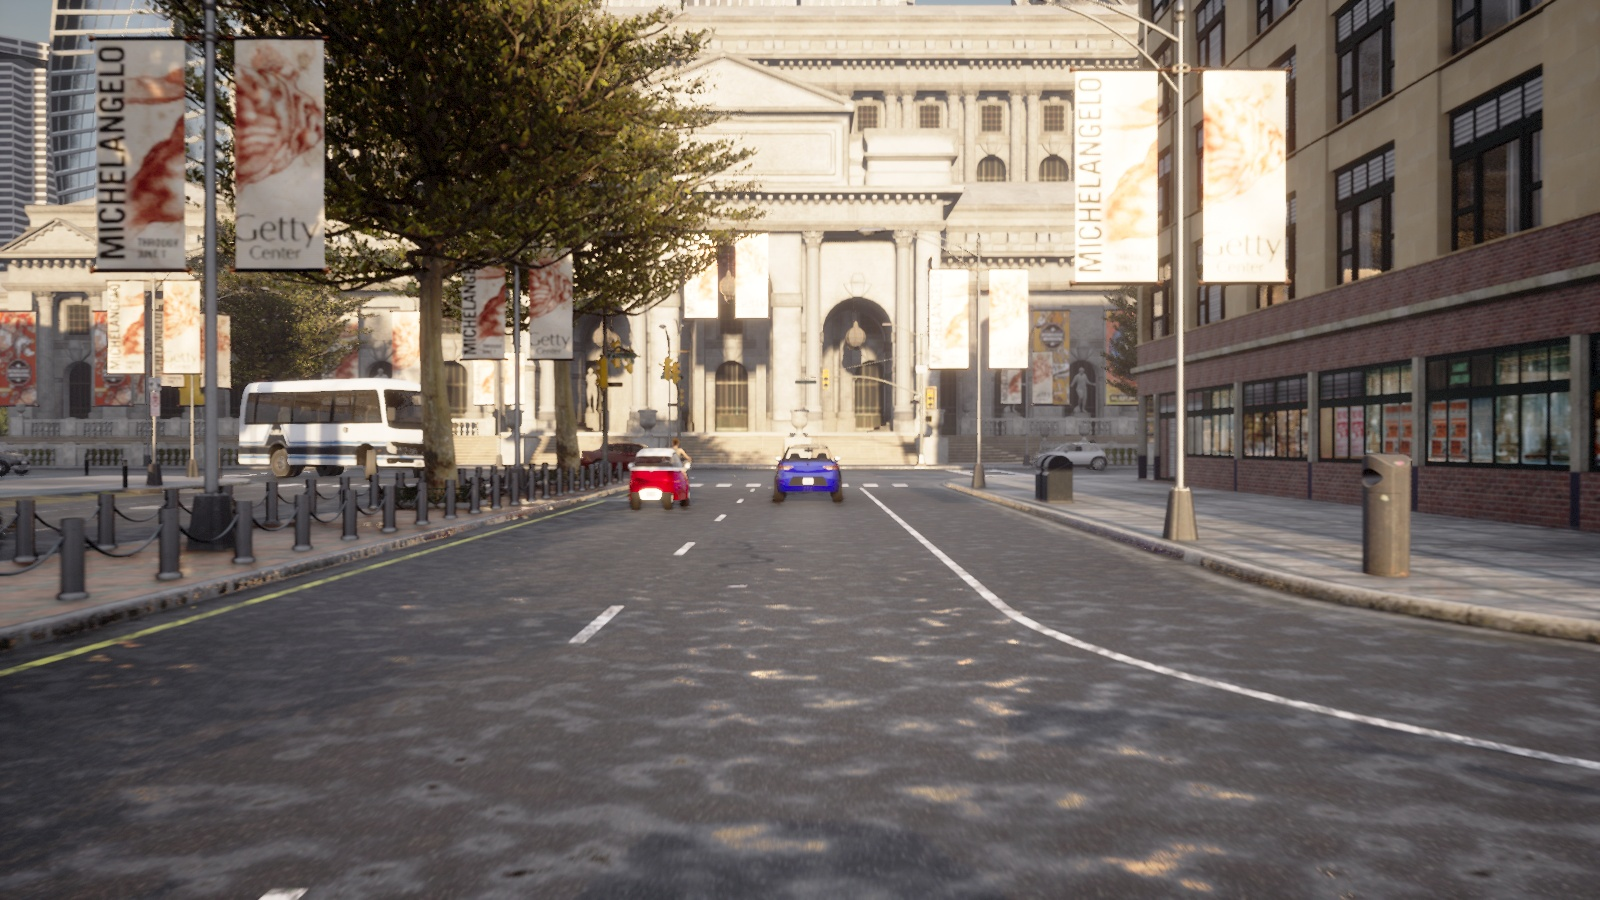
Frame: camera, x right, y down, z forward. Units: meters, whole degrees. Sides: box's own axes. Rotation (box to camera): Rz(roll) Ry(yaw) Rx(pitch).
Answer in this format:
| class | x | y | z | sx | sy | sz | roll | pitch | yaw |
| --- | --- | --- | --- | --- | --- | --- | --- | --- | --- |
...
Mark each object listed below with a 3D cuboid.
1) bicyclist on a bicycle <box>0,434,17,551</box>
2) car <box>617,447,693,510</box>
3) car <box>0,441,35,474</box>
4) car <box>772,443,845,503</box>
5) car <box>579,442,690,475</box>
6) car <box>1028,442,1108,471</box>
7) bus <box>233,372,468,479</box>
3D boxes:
| class | x | y | z | sx | sy | sz | roll | pitch | yaw |
| --- | --- | --- | --- | --- | --- | --- | --- | --- | --- |
| bicyclist on a bicycle | -11.383 | 0.593 | 16.946 | 0.582 | 1.620 | 1.656 | 0 | 1 | 0 |
| car | -3.313 | 0.630 | 28.894 | 1.481 | 1.376 | 2.207 | 0 | 1 | 0 |
| car | -38.749 | 0.353 | 59.697 | 3.705 | 1.549 | 1.789 | 0 | 0 | 0 |
| car | 0.214 | 0.566 | 33.291 | 1.816 | 1.474 | 4.193 | 0 | 0 | 0 |
| car | -7.776 | 0.372 | 59.394 | 5.008 | 1.535 | 1.882 | 0 | 0 | 1 |
| car | 14.116 | 0.334 | 66.177 | 3.806 | 1.475 | 1.970 | 0 | 0 | 1 |
| bus | -19.495 | -0.959 | 54.221 | 10.273 | 4.253 | 3.944 | 0 | -1 | 32 |
